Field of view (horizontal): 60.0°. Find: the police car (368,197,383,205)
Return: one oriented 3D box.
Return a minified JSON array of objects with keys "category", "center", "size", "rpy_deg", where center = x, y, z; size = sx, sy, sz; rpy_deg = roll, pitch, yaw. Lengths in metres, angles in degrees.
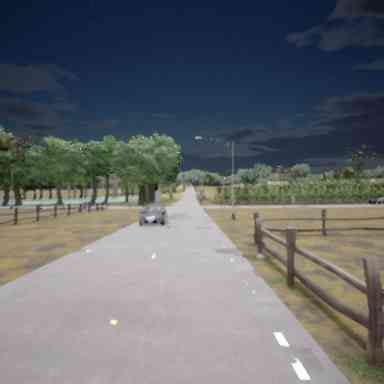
[{"category":"police car","center":[39.018,1.845,68.193],"size":[5.238,1.638,1.930],"rpy_deg":[-1,2,0]}]

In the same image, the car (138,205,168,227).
[{"category":"car","center":[-2.852,1.731,25.250],"size":[2.128,1.511,4.902],"rpy_deg":[0,-1,0]}]
